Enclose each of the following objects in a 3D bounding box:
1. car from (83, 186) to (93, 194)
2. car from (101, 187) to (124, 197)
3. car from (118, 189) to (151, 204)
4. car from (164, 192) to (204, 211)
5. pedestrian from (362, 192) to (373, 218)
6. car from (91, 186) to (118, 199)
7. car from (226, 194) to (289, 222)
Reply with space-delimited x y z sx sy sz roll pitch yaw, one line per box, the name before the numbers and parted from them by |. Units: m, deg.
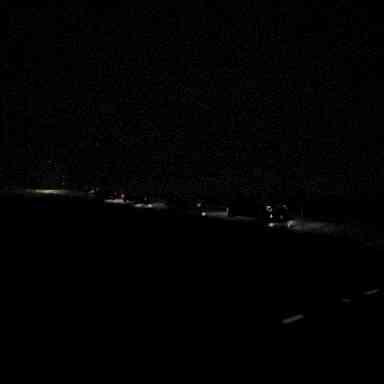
car | -18.599 -0.405 61.183 2.128 1.511 4.902 -3 3 -35
car | -12.719 0.001 52.863 1.895 1.301 4.718 -3 3 -35
car | -6.571 0.491 39.059 1.837 1.490 4.892 -3 4 -35
car | -0.801 0.807 30.870 2.128 1.511 4.902 -3 4 -35
pedestrian | 12.079 0.876 22.965 0.375 1.860 0.375 -1 0 -35
car | -12.336 0.270 47.292 1.895 1.301 4.718 -3 3 -35
car | 4.514 0.973 23.351 2.097 1.767 4.553 -3 4 -35
